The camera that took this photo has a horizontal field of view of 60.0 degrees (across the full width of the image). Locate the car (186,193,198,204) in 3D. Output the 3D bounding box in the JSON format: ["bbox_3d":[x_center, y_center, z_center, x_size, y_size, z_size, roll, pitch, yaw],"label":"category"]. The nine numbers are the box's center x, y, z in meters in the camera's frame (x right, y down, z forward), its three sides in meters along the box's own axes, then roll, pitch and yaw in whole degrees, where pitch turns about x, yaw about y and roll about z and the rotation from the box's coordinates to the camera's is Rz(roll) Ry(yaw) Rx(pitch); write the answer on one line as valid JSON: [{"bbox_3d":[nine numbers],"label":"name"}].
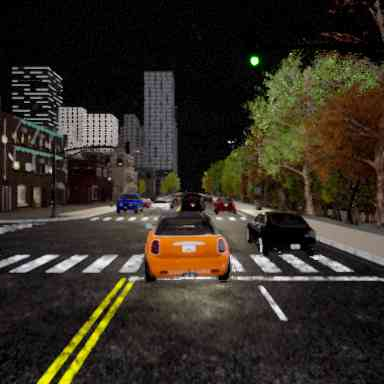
[{"bbox_3d":[-0.010,1.185,65.246,2.150,2.045,5.566,0,0,0],"label":"car"}]

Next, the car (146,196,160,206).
[{"bbox_3d":[-6.508,1.475,55.987,1.837,1.490,4.892,0,0,0],"label":"car"}]

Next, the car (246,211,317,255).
[{"bbox_3d":[3.348,1.501,13.184,1.837,1.490,4.892,0,1,0],"label":"car"}]

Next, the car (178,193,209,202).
[{"bbox_3d":[0.096,1.207,30.489,2.150,2.045,5.566,0,0,0],"label":"car"}]

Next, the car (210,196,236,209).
[{"bbox_3d":[3.346,1.335,35.057,2.097,1.767,4.553,0,0,0],"label":"car"}]

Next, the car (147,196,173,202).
[{"bbox_3d":[-3.349,1.508,35.464,1.812,1.442,4.674,0,0,0],"label":"car"}]

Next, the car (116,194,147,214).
[{"bbox_3d":[-6.595,1.204,35.808,2.150,2.045,5.566,0,0,0],"label":"car"}]

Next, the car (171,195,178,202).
[{"bbox_3d":[-3.329,1.468,44.685,2.128,1.511,4.902,0,0,0],"label":"car"}]

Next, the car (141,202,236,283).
[{"bbox_3d":[-0.311,1.348,9.878,2.097,1.767,4.553,0,0,-7],"label":"car"}]

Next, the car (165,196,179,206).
[{"bbox_3d":[-3.256,1.462,54.771,2.128,1.511,4.902,0,0,0],"label":"car"}]

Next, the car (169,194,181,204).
[{"bbox_3d":[-3.258,1.316,65.057,2.097,1.767,4.553,0,0,0],"label":"car"}]
